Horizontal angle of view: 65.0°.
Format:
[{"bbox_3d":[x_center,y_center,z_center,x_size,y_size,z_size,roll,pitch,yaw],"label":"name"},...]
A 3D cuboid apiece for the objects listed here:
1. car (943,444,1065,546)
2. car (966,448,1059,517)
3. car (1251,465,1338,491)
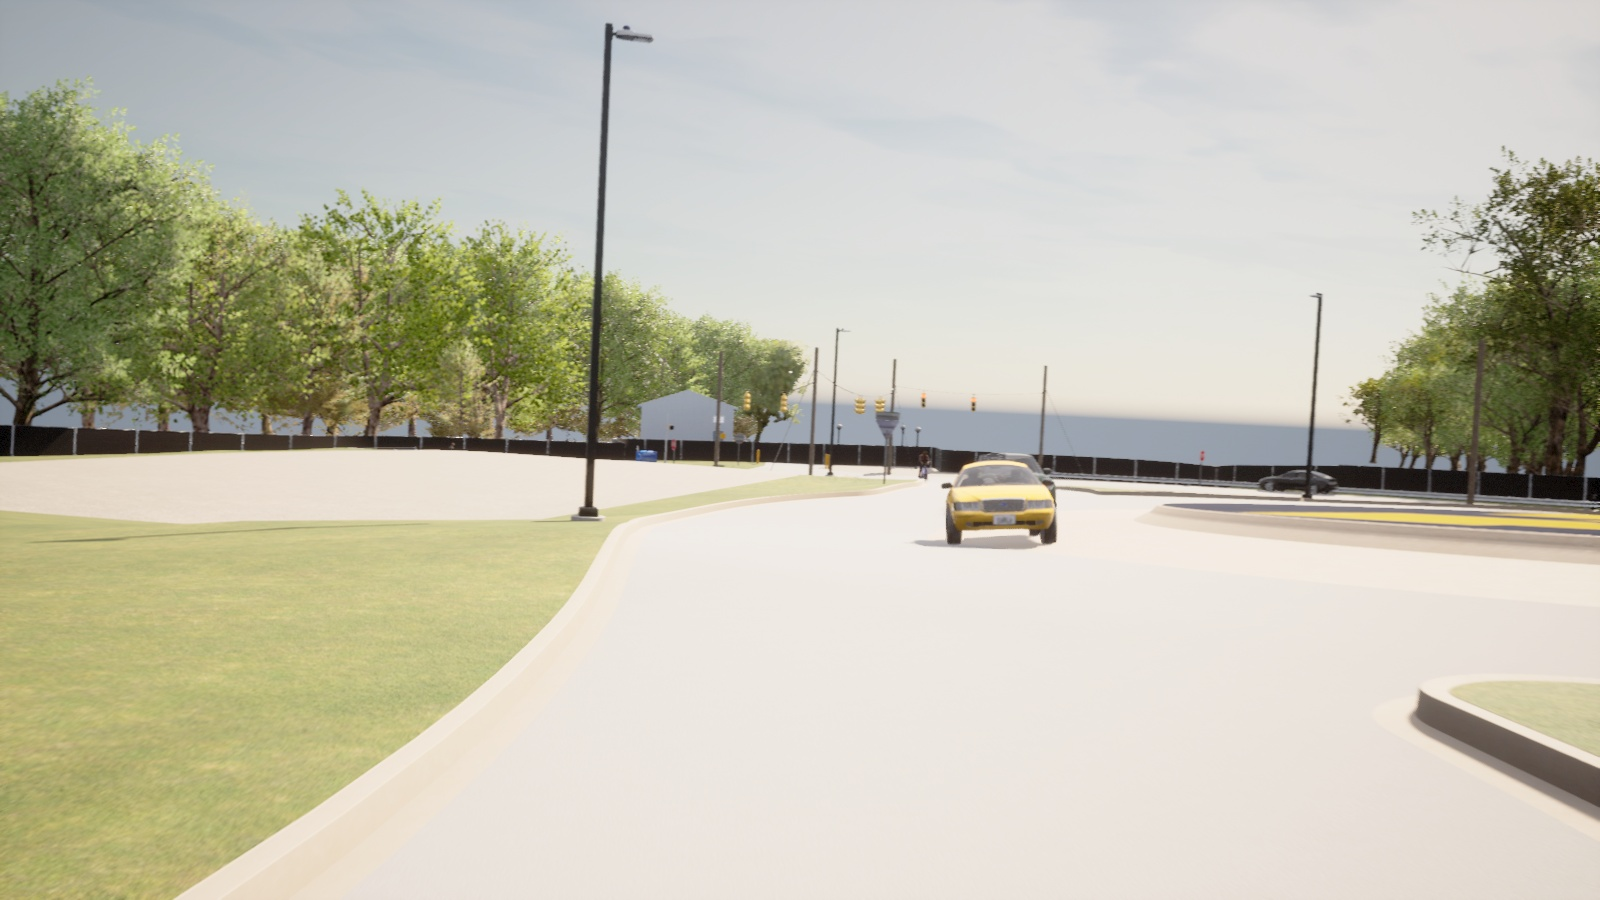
[{"bbox_3d":[3.547,0.810,22.677,1.801,1.575,5.366,-2,-2,6],"label":"car"},{"bbox_3d":[5.884,0.851,35.281,2.097,1.767,4.553,-1,1,4],"label":"car"},{"bbox_3d":[32.134,1.805,81.695,4.892,1.490,1.837,2,2,45],"label":"car"}]
